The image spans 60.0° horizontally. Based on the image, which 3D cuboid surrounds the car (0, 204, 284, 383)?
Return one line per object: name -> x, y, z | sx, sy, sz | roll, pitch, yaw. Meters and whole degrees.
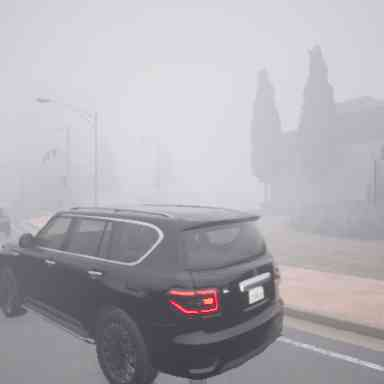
car -> -1.280, 1.225, 5.525 | 5.566, 2.045, 2.150 | 1, 1, 42
